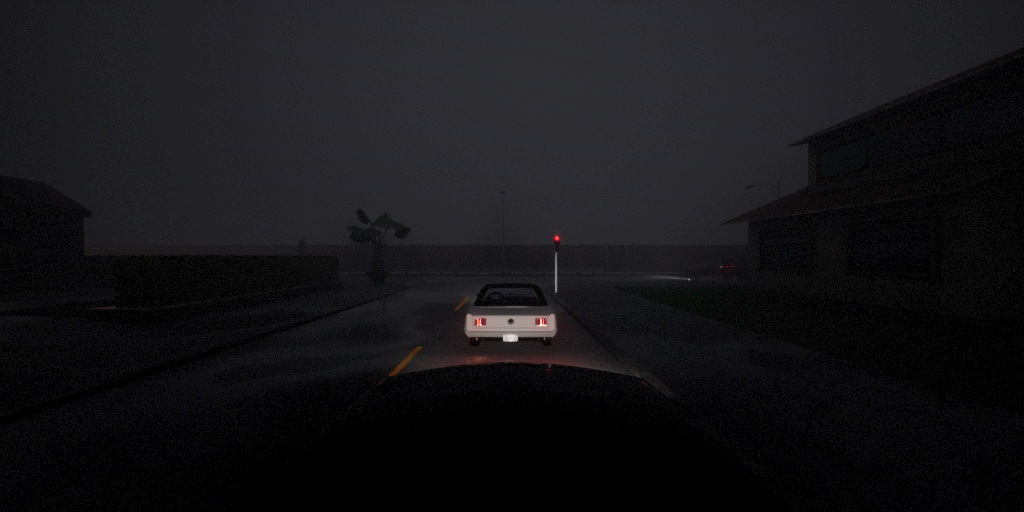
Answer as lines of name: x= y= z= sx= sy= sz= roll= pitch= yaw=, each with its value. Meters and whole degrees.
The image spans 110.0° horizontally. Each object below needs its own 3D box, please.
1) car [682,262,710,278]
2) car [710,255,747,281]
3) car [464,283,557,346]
car: x=18.253 y=1.275 z=33.275 sx=4.674 sy=1.442 sz=1.812 roll=0 pitch=0 yaw=-1
car: x=19.629 y=0.971 z=29.108 sx=5.566 sy=2.045 sz=2.150 roll=0 pitch=0 yaw=-1
car: x=-0.025 y=1.351 z=9.387 sx=1.895 sy=1.301 sz=4.718 roll=0 pitch=0 yaw=0
